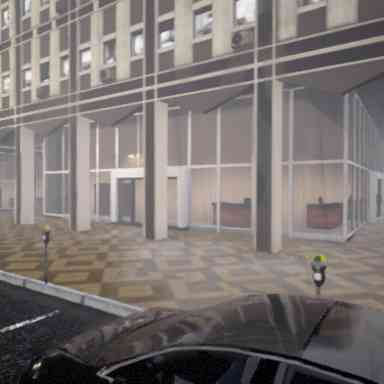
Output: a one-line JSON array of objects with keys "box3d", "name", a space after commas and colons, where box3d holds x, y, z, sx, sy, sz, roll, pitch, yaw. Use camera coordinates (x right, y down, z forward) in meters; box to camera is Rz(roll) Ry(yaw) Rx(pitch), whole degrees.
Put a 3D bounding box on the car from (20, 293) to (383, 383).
[{"box3d": [0.519, 1.532, 2.533, 4.313, 1.339, 1.947, 1, 1, 33], "name": "car"}]
